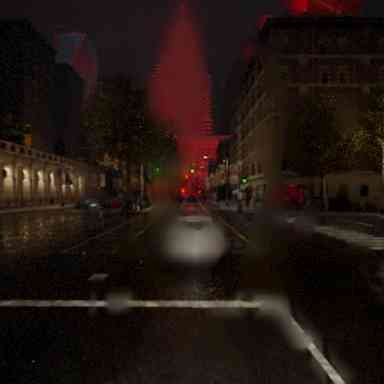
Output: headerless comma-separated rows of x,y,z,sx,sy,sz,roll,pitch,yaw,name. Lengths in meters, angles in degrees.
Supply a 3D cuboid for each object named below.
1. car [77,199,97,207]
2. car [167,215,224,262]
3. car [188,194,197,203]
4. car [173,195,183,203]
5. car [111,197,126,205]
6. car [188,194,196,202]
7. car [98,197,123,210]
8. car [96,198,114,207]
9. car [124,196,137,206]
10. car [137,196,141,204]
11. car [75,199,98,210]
-18.233,1.858,57.911,1.895,1.301,4.718,0,0,0,car
0.102,1.581,12.169,1.812,1.442,4.674,0,0,0,car
0.022,1.708,78.017,2.097,1.767,4.553,0,0,0,car
-3.478,1.908,78.398,1.994,1.385,4.181,0,0,0,car
-14.981,1.785,67.794,1.882,1.535,5.008,0,0,0,car
0.025,1.621,87.416,2.150,2.045,5.566,0,0,0,car
-11.570,1.695,47.792,1.882,1.535,5.008,0,0,0,car
-14.999,1.765,57.380,1.837,1.490,4.892,0,0,1,car
-11.503,1.809,57.605,2.033,1.411,5.357,0,0,0,car
-11.481,1.662,67.826,2.097,1.767,4.553,0,0,0,car
-15.069,1.765,47.841,2.033,1.411,5.357,0,0,0,car
